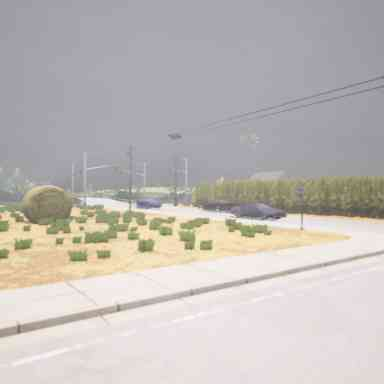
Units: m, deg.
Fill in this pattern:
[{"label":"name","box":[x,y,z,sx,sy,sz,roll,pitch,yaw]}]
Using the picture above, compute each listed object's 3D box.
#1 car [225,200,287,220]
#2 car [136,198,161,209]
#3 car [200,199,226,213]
[{"label":"car","box":[5.627,1.645,28.895,2.033,1.411,5.357,0,0,-35]},{"label":"car","box":[-5.979,1.576,45.890,1.882,1.535,5.008,0,0,-34]},{"label":"car","box":[2.905,1.588,39.360,1.882,1.535,5.008,0,0,-35]}]
